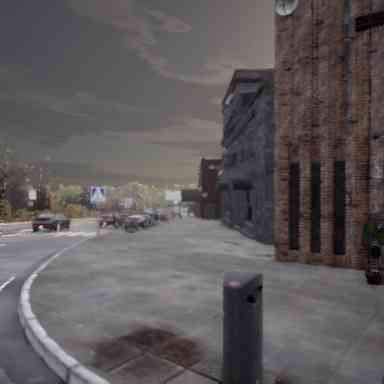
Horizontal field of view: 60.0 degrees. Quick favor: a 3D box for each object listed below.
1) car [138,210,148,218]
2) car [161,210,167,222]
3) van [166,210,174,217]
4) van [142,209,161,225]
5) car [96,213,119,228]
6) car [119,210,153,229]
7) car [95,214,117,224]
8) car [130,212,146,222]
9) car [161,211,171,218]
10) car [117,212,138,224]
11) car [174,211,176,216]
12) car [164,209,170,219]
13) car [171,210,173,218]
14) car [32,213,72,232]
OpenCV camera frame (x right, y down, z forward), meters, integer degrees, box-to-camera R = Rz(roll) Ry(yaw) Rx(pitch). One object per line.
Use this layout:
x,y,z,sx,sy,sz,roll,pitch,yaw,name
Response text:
-12.492,5.592,84.999,2.097,1.767,4.553,0,-3,-1,car
-5.568,4.000,53.677,2.002,1.452,4.674,0,-3,-1,car
-6.124,5.915,92.547,1.878,1.987,4.442,0,-3,-1,van
-5.412,3.122,42.779,1.878,1.987,4.442,0,-3,-1,van
-8.383,2.891,34.196,1.837,1.490,4.892,0,-3,-1,car
-5.234,2.765,31.675,2.002,1.452,4.674,2,-3,-1,car
-11.834,3.656,46.125,1.895,1.301,4.718,0,-3,-1,car
-8.804,4.048,54.432,1.812,1.442,4.674,0,-3,-1,car
-5.885,5.205,75.865,2.097,1.535,5.008,0,-3,-1,car
-8.583,3.467,44.457,1.837,1.490,4.892,0,-3,0,car
-5.963,5.259,81.303,2.435,2.045,5.566,0,-3,-1,car
-5.649,4.150,59.298,2.185,1.767,4.553,0,-3,-1,car
-5.806,4.897,70.348,2.231,1.521,4.892,0,-3,-1,car
-11.469,2.518,27.569,1.837,1.490,4.892,0,-3,-2,car
